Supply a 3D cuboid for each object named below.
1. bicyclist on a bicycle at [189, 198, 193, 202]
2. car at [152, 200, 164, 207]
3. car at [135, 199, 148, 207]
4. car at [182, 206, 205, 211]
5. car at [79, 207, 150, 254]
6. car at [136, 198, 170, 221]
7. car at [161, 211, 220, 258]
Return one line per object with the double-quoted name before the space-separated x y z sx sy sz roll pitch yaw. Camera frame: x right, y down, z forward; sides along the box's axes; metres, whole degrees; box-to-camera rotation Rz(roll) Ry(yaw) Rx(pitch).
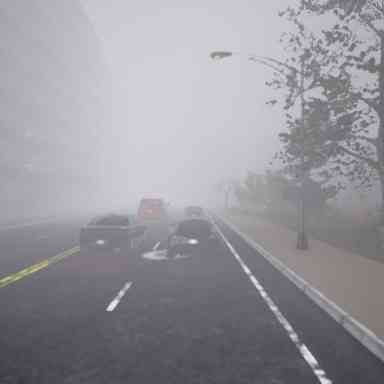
"bicyclist on a bicycle" 0.006 2.260 87.448 0.659 1.776 1.843 0 0 -3
"car" -6.496 2.262 64.520 1.895 1.301 4.718 0 -1 -1
"car" -9.747 2.142 64.752 1.882 1.535 5.008 0 0 -1
"car" 0.129 1.824 27.383 2.033 1.411 5.357 0 -1 1
"car" -3.177 1.619 14.144 1.882 1.535 5.008 0 0 1
"car" -3.120 1.502 27.476 2.150 2.045 5.566 0 0 1
"car" 0.065 1.700 13.459 1.994 1.385 4.181 0 0 1
